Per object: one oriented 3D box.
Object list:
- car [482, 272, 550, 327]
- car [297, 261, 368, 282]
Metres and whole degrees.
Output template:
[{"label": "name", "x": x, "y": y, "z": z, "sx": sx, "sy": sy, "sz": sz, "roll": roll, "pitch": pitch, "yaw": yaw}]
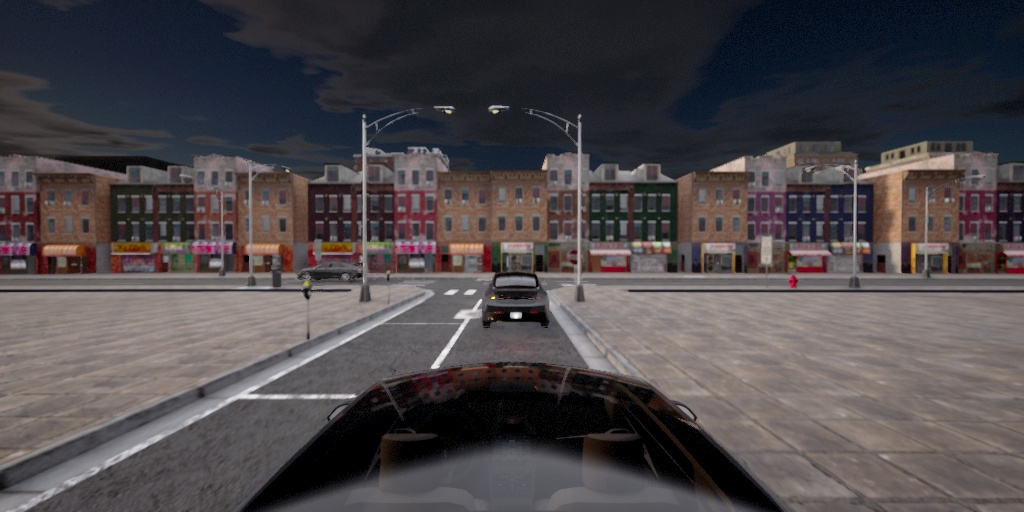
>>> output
[{"label": "car", "x": 0.102, "y": 1.225, "z": 11.359, "sx": 1.837, "sy": 1.490, "sz": 4.892, "roll": 0, "pitch": 0, "yaw": 0}, {"label": "car", "x": -13.359, "y": 1.153, "z": 26.727, "sx": 4.892, "sy": 1.490, "sz": 1.837, "roll": 0, "pitch": 0, "yaw": 1}]
